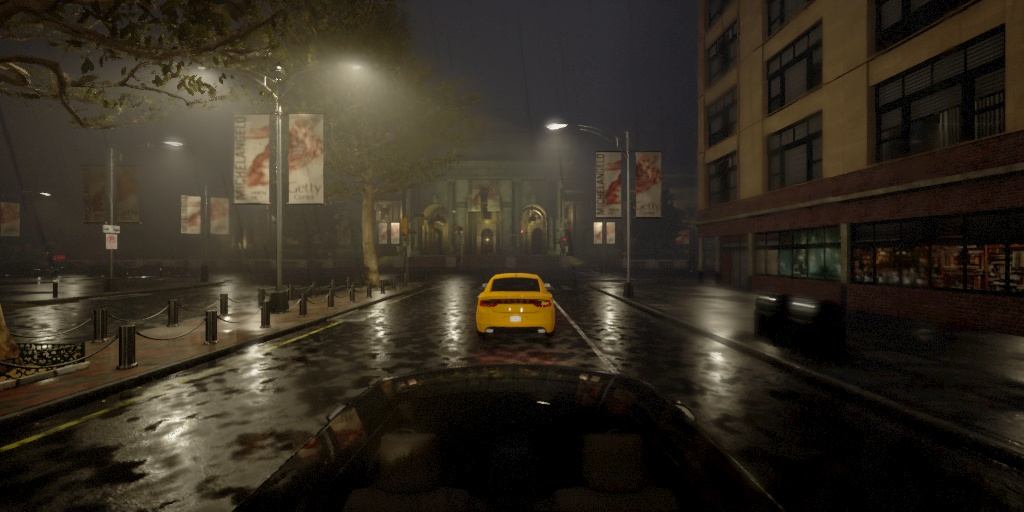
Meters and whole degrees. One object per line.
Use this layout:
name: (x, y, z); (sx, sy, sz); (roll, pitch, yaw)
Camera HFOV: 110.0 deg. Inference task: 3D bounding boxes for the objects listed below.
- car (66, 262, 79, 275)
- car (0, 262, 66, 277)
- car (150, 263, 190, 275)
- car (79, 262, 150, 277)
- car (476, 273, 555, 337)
car: (-47.010, 1.297, 38.344); (5.357, 1.411, 2.033); (0, 0, 0)
car: (-47.082, 1.276, 34.831); (4.674, 1.442, 1.812); (0, 0, 0)
car: (-37.404, 1.351, 38.290); (4.718, 1.301, 1.895); (0, 0, 0)
car: (-38.513, 1.314, 34.793); (4.181, 1.385, 1.994); (0, 0, 0)
car: (0.119, 1.228, 10.350); (1.882, 1.535, 5.008); (0, 0, 1)
